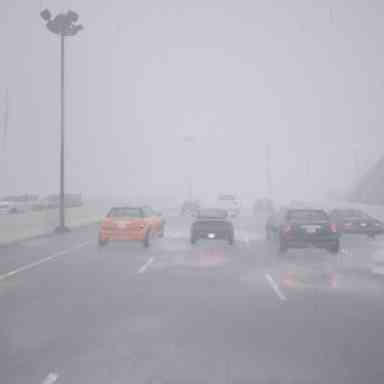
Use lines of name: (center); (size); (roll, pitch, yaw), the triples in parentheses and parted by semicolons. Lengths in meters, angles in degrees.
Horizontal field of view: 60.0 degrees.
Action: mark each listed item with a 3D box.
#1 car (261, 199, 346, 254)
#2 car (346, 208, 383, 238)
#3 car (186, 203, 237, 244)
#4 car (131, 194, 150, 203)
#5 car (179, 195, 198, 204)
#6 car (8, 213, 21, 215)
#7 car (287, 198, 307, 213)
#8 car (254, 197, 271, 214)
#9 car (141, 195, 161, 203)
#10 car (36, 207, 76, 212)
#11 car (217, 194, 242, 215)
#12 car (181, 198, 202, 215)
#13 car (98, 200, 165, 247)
car: (4.329, 1.357, 13.714); (2.097, 1.767, 4.553); (0, 0, 5)
car: (8.225, 1.559, 17.883); (2.033, 1.411, 5.357); (0, 0, 7)
car: (1.014, 1.502, 15.819); (1.837, 1.490, 4.892); (0, 0, 6)
car: (-10.893, 1.304, 70.555); (2.097, 1.767, 4.553); (0, 0, 21)
car: (-0.646, 1.499, 67.979); (2.128, 1.511, 4.902); (0, 0, 22)
car: (-15.158, 1.180, 28.773); (2.150, 2.045, 5.566); (0, 0, 9)
car: (11.975, 1.491, 38.336); (1.882, 1.535, 5.008); (0, 0, 14)
car: (7.711, 1.357, 35.452); (2.097, 1.767, 4.553); (0, 0, 12)
car: (-8.298, 1.469, 67.579); (2.128, 1.511, 4.902); (0, 0, 21)
car: (-11.591, 1.186, 28.924); (2.150, 2.045, 5.566); (0, 0, 10)
car: (3.818, 1.218, 34.154); (2.150, 2.045, 5.566); (0, 0, 12)
car: (0.172, 1.493, 33.656); (1.837, 1.490, 4.892); (0, 0, 11)
car: (-2.558, 1.341, 15.171); (2.097, 1.767, 4.553); (0, 0, 5)
